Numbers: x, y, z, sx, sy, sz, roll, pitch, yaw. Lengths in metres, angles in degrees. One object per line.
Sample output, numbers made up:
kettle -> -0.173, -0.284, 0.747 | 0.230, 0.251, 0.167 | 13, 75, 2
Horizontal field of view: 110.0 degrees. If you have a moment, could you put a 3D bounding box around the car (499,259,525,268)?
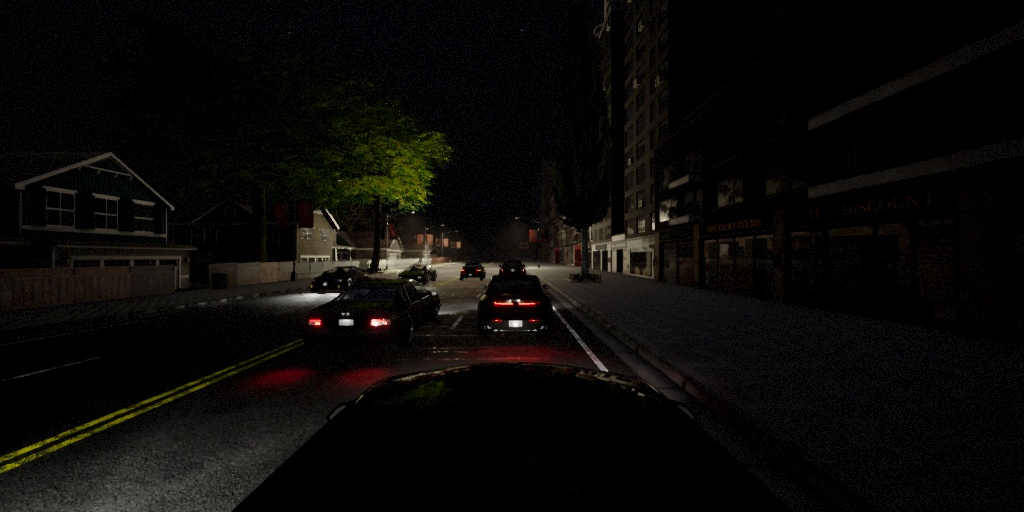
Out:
car -> 0.012, 1.093, 28.646 | 2.097, 1.767, 4.553 | 0, 0, -1

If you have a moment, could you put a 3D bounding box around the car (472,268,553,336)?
car -> 0.072, 1.254, 10.365 | 1.837, 1.490, 4.892 | 0, 0, 0

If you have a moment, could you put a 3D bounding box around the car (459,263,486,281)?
car -> -3.247, 1.265, 30.172 | 1.812, 1.442, 4.674 | 0, 0, 0

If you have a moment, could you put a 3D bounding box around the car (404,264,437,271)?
car -> -6.682, 1.290, 25.841 | 2.033, 1.411, 5.357 | 0, 0, 0

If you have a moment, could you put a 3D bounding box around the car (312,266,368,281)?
car -> -9.916, 1.308, 21.006 | 1.994, 1.385, 4.181 | 0, 0, 0

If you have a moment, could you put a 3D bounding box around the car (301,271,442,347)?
car -> -3.168, 1.297, 9.269 | 2.033, 1.411, 5.357 | 0, 0, -1
